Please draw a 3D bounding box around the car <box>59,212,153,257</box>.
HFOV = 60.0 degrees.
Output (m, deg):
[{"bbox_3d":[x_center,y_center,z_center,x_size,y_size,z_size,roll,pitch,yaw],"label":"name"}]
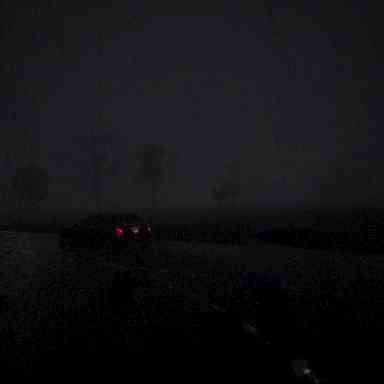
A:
[{"bbox_3d":[-3.912,1.690,14.706,4.553,1.767,2.097,-3,0,38],"label":"car"}]
